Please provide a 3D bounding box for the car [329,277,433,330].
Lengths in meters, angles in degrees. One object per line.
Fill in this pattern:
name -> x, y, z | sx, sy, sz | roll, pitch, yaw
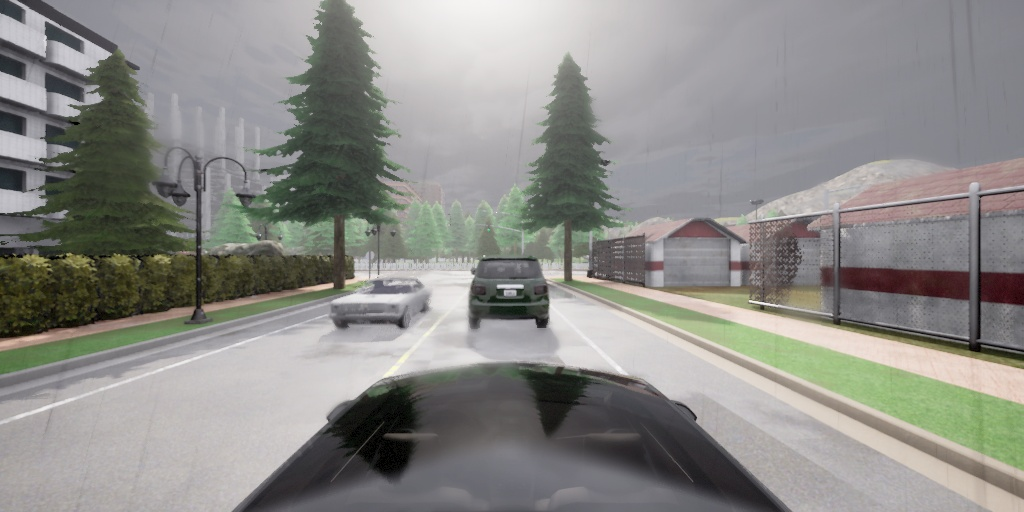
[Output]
car -> -3.828, 1.359, 11.285 | 1.895, 1.301, 4.718 | 0, 0, -2

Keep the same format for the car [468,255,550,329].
car -> -0.149, 0.981, 11.396 | 2.150, 2.045, 5.566 | 0, 0, -2
